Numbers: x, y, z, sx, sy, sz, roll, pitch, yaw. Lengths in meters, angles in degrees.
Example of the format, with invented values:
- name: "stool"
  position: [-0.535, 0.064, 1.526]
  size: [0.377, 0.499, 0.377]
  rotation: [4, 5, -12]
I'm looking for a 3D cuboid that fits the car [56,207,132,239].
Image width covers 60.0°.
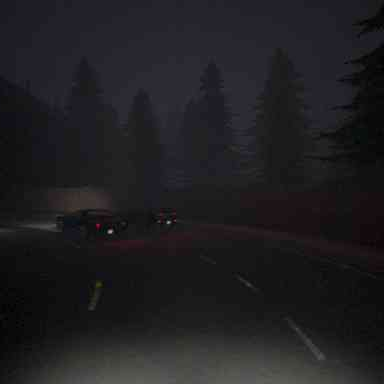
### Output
- name: "car"
  position: [-5.263, 1.523, 16.981]
  size: [1.895, 1.301, 4.718]
  rotation: [0, 0, -42]

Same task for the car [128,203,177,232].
- name: "car"
  position: [-2.889, 1.402, 19.542]
  size: [2.128, 1.511, 4.902]
  rotation: [0, 0, -42]
